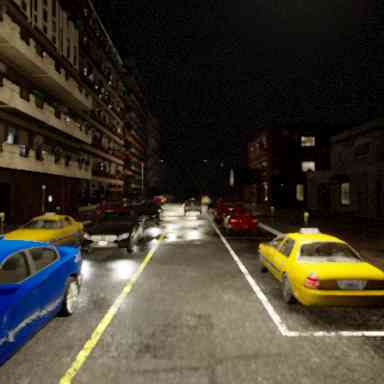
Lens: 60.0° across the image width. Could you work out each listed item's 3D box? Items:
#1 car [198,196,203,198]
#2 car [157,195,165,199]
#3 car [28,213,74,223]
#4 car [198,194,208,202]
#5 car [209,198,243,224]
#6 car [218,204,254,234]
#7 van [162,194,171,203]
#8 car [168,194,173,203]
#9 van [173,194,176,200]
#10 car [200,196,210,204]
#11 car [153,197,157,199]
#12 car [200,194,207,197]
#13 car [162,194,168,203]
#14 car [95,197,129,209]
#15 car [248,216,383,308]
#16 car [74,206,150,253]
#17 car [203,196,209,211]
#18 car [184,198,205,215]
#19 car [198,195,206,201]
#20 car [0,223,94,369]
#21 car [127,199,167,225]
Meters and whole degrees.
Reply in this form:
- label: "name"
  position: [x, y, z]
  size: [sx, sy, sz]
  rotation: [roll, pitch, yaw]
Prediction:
- label: "car"
  position: [0.047, 1.581, 46.004]
  size: [2.033, 1.411, 5.357]
  rotation: [0, 0, 0]
- label: "car"
  position: [-5.699, 1.586, 52.053]
  size: [1.887, 1.381, 4.507]
  rotation: [0, 0, 0]
- label: "car"
  position: [-5.690, 1.530, 13.107]
  size: [1.752, 1.417, 4.829]
  rotation: [0, 0, 0]
- label: "car"
  position: [2.676, 1.407, 79.751]
  size: [2.192, 1.841, 5.009]
  rotation: [0, 0, 0]
- label: "car"
  position: [2.689, 1.326, 24.359]
  size: [2.192, 1.841, 5.009]
  rotation: [0, 0, 0]
- label: "car"
  position: [2.689, 1.589, 18.819]
  size: [1.802, 1.307, 4.206]
  rotation: [0, 0, 0]
- label: "van"
  position: [-5.703, 1.421, 74.211]
  size: [1.690, 1.788, 3.998]
  rotation: [0, 0, 0]
- label: "car"
  position: [-5.702, 1.384, 68.671]
  size: [2.192, 1.841, 5.009]
  rotation: [0, 0, 0]
- label: "van"
  position: [-5.706, 1.446, 85.288]
  size: [1.690, 1.788, 3.998]
  rotation: [0, 0, 0]
- label: "car"
  position: [2.678, 1.620, 68.672]
  size: [2.008, 1.369, 4.403]
  rotation: [0, 0, 0]
- label: "car"
  position: [-5.696, 1.552, 40.804]
  size: [1.752, 1.417, 4.829]
  rotation: [0, 0, 0]
- label: "car"
  position: [2.679, 1.585, 63.303]
  size: [1.752, 1.417, 4.829]
  rotation: [0, 0, 0]
- label: "car"
  position: [-5.700, 1.490, 57.591]
  size: [1.967, 1.590, 4.097]
  rotation: [0, 0, 0]
- label: "car"
  position: [-5.692, 1.326, 24.356]
  size: [2.192, 1.841, 5.009]
  rotation: [0, 0, 0]
- label: "car"
  position: [2.692, 1.528, 7.911]
  size: [1.752, 1.417, 4.829]
  rotation: [0, 0, 0]
- label: "car"
  position: [-3.084, 1.530, 13.884]
  size: [1.812, 1.442, 4.674]
  rotation: [0, 0, 0]
- label: "car"
  position: [2.684, 1.578, 40.976]
  size: [2.008, 1.369, 4.403]
  rotation: [0, 0, 0]
- label: "car"
  position: [0.092, 1.621, 34.747]
  size: [1.895, 1.301, 4.718]
  rotation: [0, 0, 0]
- label: "car"
  position: [2.673, 1.560, 90.829]
  size: [1.967, 1.590, 4.097]
  rotation: [0, 0, 0]
- label: "car"
  position: [-3.100, 1.479, 4.606]
  size: [1.882, 1.535, 5.008]
  rotation: [0, 0, 0]
- label: "car"
  position: [-3.080, 1.515, 23.952]
  size: [1.837, 1.490, 4.892]
  rotation: [0, 0, 0]
